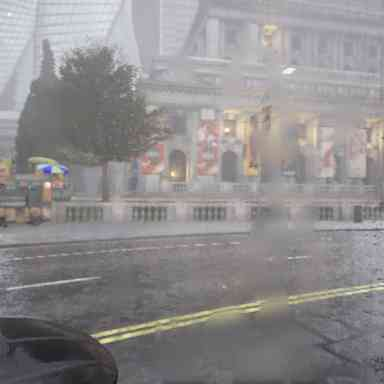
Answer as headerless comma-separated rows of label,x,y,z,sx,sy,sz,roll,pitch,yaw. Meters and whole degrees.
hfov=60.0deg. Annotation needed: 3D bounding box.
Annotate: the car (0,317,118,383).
car,-2.788,1.436,1.583,5.008,1.535,1.882,0,0,-38
